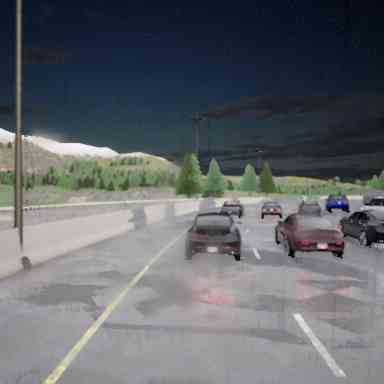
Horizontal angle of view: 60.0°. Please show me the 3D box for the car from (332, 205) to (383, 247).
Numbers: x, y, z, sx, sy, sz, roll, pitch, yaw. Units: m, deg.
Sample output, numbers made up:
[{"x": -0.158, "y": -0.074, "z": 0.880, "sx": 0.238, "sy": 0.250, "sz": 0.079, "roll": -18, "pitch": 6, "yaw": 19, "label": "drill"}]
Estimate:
[{"x": 8.148, "y": 1.539, "z": 15.017, "sx": 1.837, "sy": 1.490, "sz": 4.892, "roll": 0, "pitch": 0, "yaw": 7, "label": "car"}]

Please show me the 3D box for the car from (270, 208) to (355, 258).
[{"x": 4.385, "y": 1.549, "z": 12.881, "sx": 1.812, "sy": 1.442, "sz": 4.674, "roll": 0, "pitch": 0, "yaw": 6, "label": "car"}]

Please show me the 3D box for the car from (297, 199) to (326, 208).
[{"x": 11.503, "y": 1.551, "z": 32.746, "sx": 2.128, "sy": 1.511, "sz": 4.902, "roll": 0, "pitch": 0, "yaw": 14, "label": "car"}]

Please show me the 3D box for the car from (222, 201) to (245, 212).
[{"x": 3.779, "y": 1.529, "z": 30.568, "sx": 2.128, "sy": 1.511, "sz": 4.902, "roll": 0, "pitch": 0, "yaw": 13, "label": "car"}]

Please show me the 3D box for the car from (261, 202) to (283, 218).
[{"x": 7.369, "y": 1.595, "z": 30.815, "sx": 2.033, "sy": 1.411, "sz": 5.357, "roll": 0, "pitch": 0, "yaw": 13, "label": "car"}]

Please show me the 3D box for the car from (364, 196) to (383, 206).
[{"x": 12.567, "y": 1.272, "z": 21.212, "sx": 2.150, "sy": 2.045, "sz": 5.566, "roll": 0, "pitch": 0, "yaw": 9, "label": "car"}]

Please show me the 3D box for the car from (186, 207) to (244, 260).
[{"x": 0.844, "y": 1.519, "z": 12.611, "sx": 1.837, "sy": 1.490, "sz": 4.892, "roll": 0, "pitch": 0, "yaw": 5, "label": "car"}]

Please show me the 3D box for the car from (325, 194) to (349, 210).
[{"x": 16.836, "y": 1.299, "z": 38.672, "sx": 2.150, "sy": 2.045, "sz": 5.566, "roll": 0, "pitch": 0, "yaw": 18, "label": "car"}]
